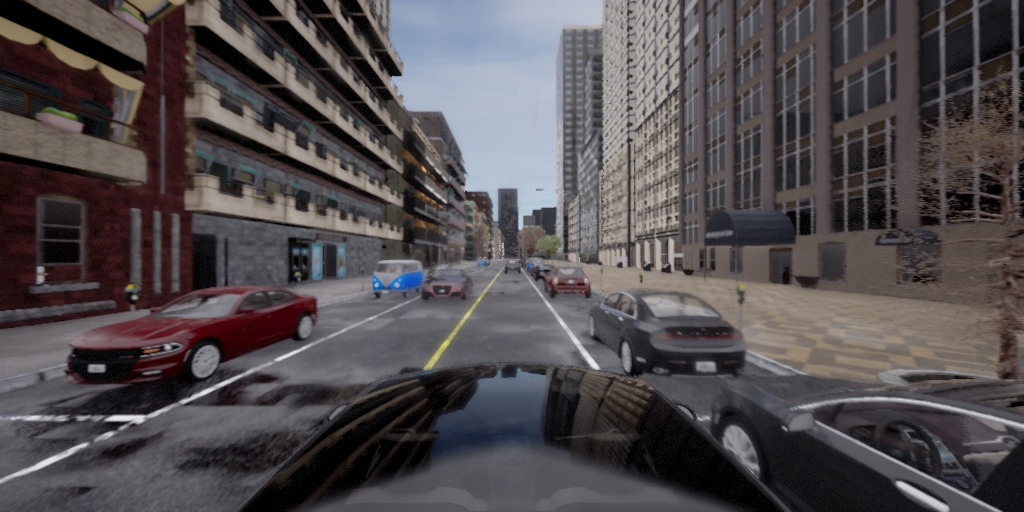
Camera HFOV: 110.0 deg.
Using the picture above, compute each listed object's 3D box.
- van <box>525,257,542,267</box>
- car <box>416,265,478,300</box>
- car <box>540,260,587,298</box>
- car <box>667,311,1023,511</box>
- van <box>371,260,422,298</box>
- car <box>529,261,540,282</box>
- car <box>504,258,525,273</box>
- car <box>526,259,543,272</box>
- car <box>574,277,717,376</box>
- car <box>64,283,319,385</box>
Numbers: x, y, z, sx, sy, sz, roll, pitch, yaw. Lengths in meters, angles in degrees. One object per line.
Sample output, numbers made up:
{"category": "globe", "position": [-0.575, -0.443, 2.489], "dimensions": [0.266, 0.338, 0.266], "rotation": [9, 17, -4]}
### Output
{"category": "van", "position": [2.680, 1.098, 40.297], "dimensions": [1.690, 1.789, 3.998], "rotation": [0, 0, 0]}
{"category": "car", "position": [-3.006, 1.316, 17.402], "dimensions": [1.994, 1.385, 4.181], "rotation": [0, 0, 0]}
{"category": "car", "position": [2.686, 1.187, 18.205], "dimensions": [1.967, 1.591, 4.097], "rotation": [0, 0, 0]}
{"category": "car", "position": [2.691, 1.300, 1.637], "dimensions": [2.007, 1.370, 4.403], "rotation": [0, 0, 0]}
{"category": "van", "position": [-5.695, 1.089, 18.204], "dimensions": [1.690, 1.789, 3.998], "rotation": [0, 0, 0]}
{"category": "car", "position": [2.683, 1.316, 29.251], "dimensions": [1.948, 1.339, 4.313], "rotation": [0, 0, 0]}
{"category": "car", "position": [0.088, 1.248, 43.257], "dimensions": [2.128, 1.511, 4.902], "rotation": [0, 0, 0]}
{"category": "car", "position": [2.681, 1.298, 34.774], "dimensions": [1.888, 1.381, 4.507], "rotation": [0, 0, 0]}
{"category": "car", "position": [2.690, 1.299, 7.161], "dimensions": [2.007, 1.370, 4.403], "rotation": [0, 0, 0]}
{"category": "car", "position": [-5.692, 1.294, 7.159], "dimensions": [1.888, 1.381, 4.507], "rotation": [0, 0, 0]}
